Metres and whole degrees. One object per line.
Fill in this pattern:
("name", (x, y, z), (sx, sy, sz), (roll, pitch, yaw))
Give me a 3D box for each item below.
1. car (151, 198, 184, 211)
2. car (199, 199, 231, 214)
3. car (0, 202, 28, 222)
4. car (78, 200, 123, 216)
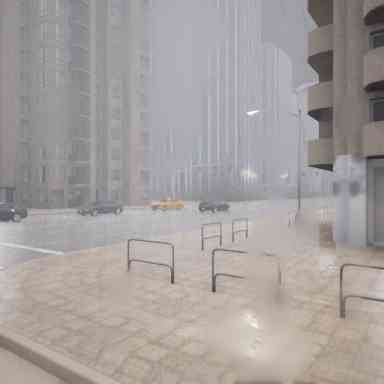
("car", (-3.067, 1.533, 41.520), (1.882, 1.535, 5.008), (0, 0, 35))
("car", (2.585, 1.557, 37.124), (1.837, 1.490, 4.892), (0, -1, 35))
("car", (-14.803, 1.560, 24.622), (1.837, 1.490, 4.892), (0, 0, 36))
("car", (-8.994, 1.560, 32.993), (1.837, 1.490, 4.892), (0, 0, 35))
